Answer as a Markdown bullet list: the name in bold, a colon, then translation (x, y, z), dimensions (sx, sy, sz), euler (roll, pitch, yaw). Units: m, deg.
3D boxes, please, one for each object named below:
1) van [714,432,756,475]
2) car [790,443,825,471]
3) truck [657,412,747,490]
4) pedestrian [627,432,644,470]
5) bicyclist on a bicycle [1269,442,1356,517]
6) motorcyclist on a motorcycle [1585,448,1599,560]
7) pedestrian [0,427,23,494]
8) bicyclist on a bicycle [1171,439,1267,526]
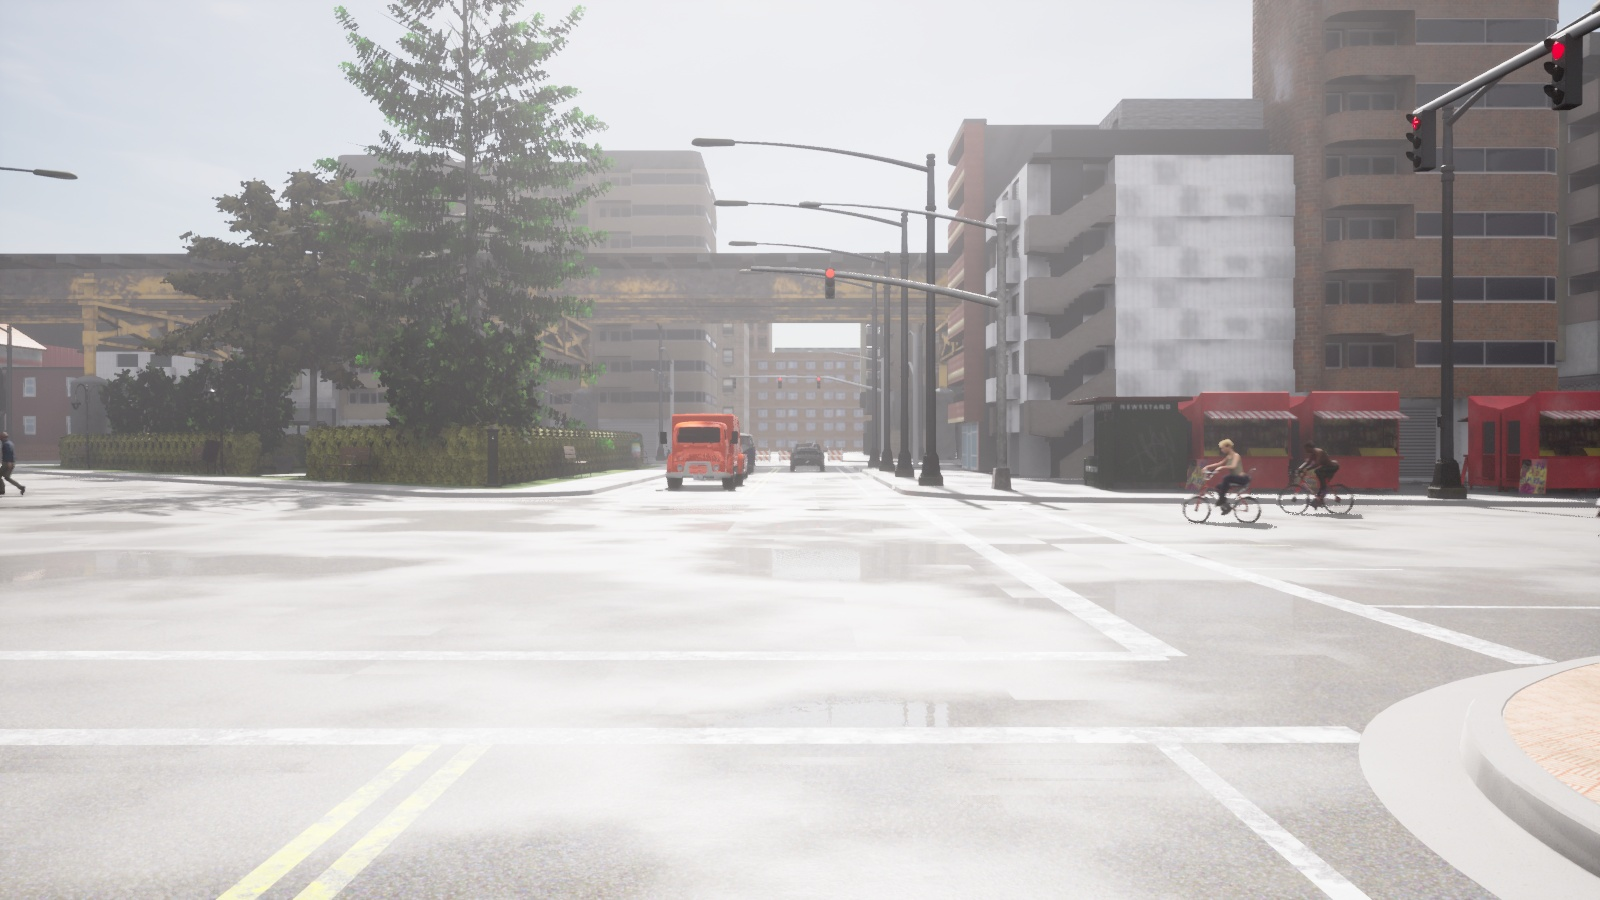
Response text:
- **van**: translation (-3.132, 0.148, 61.423), dimensions (1.775, 1.987, 4.442), euler (0, 1, 0)
- **car**: translation (0.406, 0.366, 68.269), dimensions (1.837, 1.490, 4.892), euler (0, 0, 0)
- **truck**: translation (-3.240, 0.017, 42.607), dimensions (2.627, 2.467, 5.204), euler (0, 0, 0)
- **pedestrian**: translation (-8.306, 0.046, 63.543), dimensions (0.659, 1.952, 0.873), euler (0, 0, 8)
- **bicyclist on a bicycle**: translation (11.176, 0.640, 27.395), dimensions (1.656, 1.620, 0.582), euler (0, 0, 0)
- **motorcyclist on a motorcycle**: translation (11.851, 0.743, 16.898), dimensions (2.044, 1.523, 0.797), euler (1, 0, 0)
- **pedestrian**: translation (-21.976, 0.281, 34.755), dimensions (0.726, 1.842, 0.402), euler (0, 0, -16)
- **bicyclist on a bicycle**: translation (7.956, 0.611, 23.886), dimensions (1.509, 1.612, 0.866), euler (1, 0, 0)
